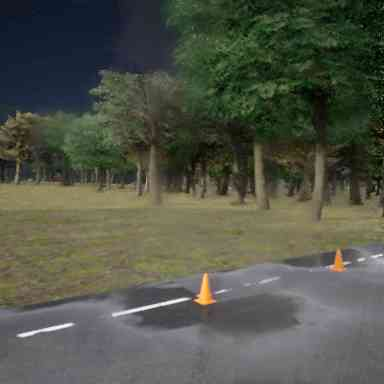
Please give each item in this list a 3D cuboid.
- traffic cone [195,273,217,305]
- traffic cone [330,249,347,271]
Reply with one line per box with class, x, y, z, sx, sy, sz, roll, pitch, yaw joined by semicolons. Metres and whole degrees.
traffic cone;0.288;1.973;6.907;0.340;0.580;0.340;0;0;-36
traffic cone;4.334;1.992;9.825;0.340;0.580;0.340;0;0;-36
